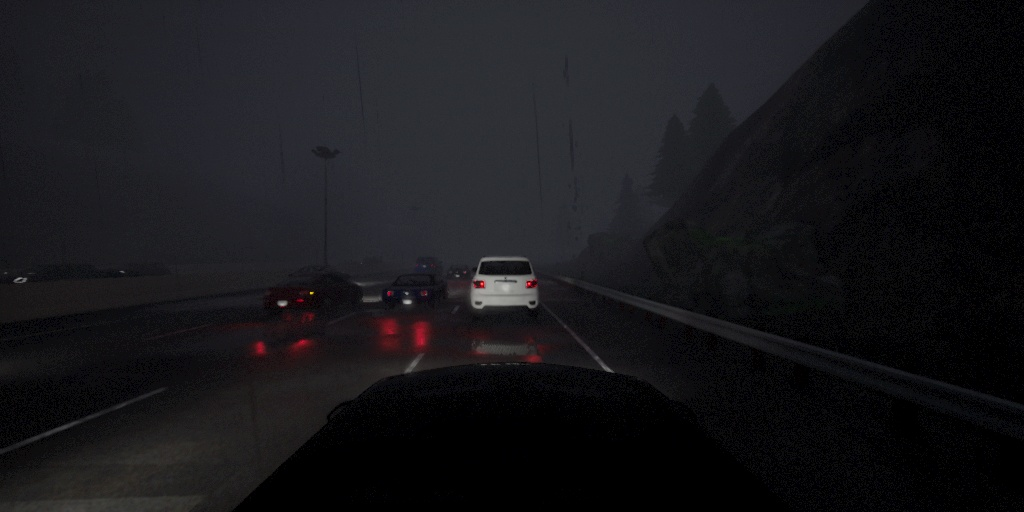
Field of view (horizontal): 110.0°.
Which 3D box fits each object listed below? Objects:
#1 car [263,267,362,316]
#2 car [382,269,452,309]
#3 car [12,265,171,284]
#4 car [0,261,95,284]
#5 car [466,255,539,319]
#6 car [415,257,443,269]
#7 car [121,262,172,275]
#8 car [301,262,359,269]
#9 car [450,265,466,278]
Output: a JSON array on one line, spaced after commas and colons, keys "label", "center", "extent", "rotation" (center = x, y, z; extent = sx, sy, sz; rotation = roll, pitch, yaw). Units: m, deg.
[{"label": "car", "center": [-7.329, 1.326, 13.600], "extent": [1.812, 1.442, 4.674], "rotation": [0, 0, -2]}, {"label": "car", "center": [-3.895, 1.398, 15.268], "extent": [1.895, 1.301, 4.718], "rotation": [0, 0, -3]}, {"label": "car", "center": [-21.797, 1.396, 19.081], "extent": [2.033, 1.411, 5.357], "rotation": [0, 0, -3]}, {"label": "car", "center": [-25.329, 1.211, 19.659], "extent": [2.097, 1.767, 4.553], "rotation": [0, 0, -3]}, {"label": "car", "center": [-0.300, 1.005, 13.229], "extent": [2.150, 2.045, 5.566], "rotation": [0, 0, -3]}, {"label": "car", "center": [-8.492, 1.091, 36.851], "extent": [2.150, 2.045, 5.566], "rotation": [0, 0, -3]}, {"label": "car", "center": [-29.249, 1.243, 27.799], "extent": [2.097, 1.767, 4.553], "rotation": [0, 0, -3]}, {"label": "car", "center": [-11.198, 1.323, 21.157], "extent": [2.128, 1.511, 4.902], "rotation": [0, 0, -3]}, {"label": "car", "center": [-4.797, 1.452, 33.140], "extent": [1.895, 1.301, 4.718], "rotation": [0, 0, -3]}]
